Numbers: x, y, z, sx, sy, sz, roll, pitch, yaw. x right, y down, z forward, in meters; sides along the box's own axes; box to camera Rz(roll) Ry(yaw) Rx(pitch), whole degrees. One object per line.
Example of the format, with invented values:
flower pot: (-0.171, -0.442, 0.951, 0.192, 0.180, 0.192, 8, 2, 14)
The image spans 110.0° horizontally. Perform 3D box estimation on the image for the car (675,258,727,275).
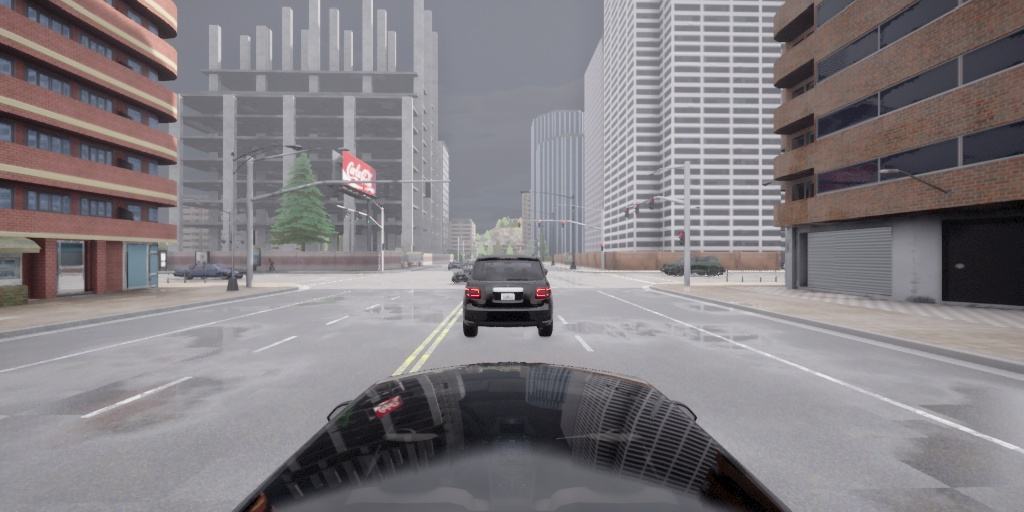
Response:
car: (20.461, 1.101, 39.024, 4.553, 1.767, 2.097, 0, 0, -1)

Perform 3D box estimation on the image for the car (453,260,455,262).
car: (-8.077, 1.314, 52.203, 1.994, 1.385, 4.181, 0, 0, -1)

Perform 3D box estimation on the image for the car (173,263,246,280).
car: (-25.603, 1.297, 30.664, 5.357, 1.411, 2.033, 0, 0, -1)

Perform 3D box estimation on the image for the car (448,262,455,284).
car: (-2.585, 1.314, 26.248, 1.994, 1.385, 4.181, 0, 0, 29)

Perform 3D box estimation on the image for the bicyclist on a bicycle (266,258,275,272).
bicyclist on a bicycle: (-28.675, 1.051, 42.574, 0.582, 1.620, 1.656, 0, 0, -1)

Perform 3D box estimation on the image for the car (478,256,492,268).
car: (-4.785, 0.971, 64.778, 2.150, 2.045, 5.566, 0, 0, -1)

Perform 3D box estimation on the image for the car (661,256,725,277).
car: (17.708, 0.971, 35.455, 5.566, 2.045, 2.150, 0, 0, -1)

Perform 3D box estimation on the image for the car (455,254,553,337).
car: (-0.114, 0.971, 10.431, 2.150, 2.045, 5.566, 0, 0, -1)

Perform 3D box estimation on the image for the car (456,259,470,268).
car: (-8.233, 1.255, 60.823, 1.837, 1.490, 4.892, 0, 0, -1)
